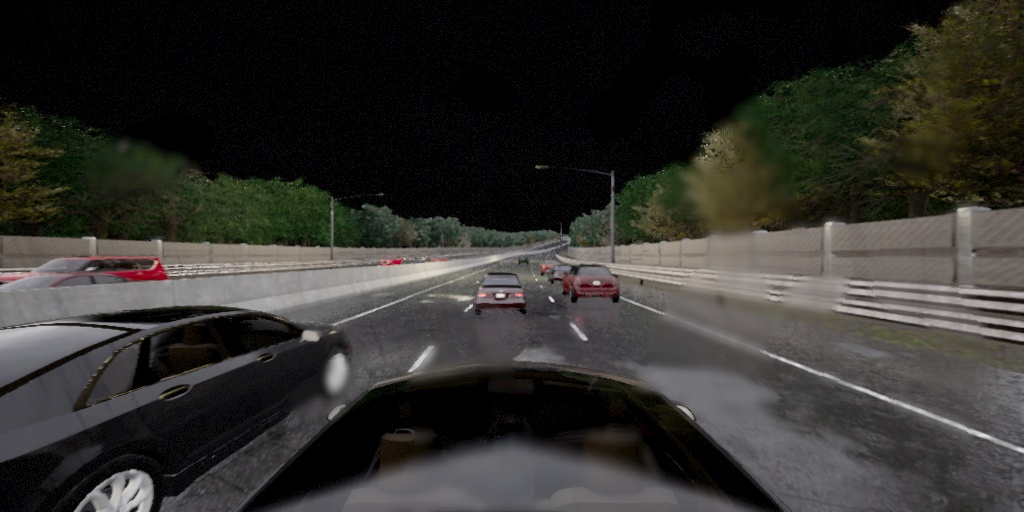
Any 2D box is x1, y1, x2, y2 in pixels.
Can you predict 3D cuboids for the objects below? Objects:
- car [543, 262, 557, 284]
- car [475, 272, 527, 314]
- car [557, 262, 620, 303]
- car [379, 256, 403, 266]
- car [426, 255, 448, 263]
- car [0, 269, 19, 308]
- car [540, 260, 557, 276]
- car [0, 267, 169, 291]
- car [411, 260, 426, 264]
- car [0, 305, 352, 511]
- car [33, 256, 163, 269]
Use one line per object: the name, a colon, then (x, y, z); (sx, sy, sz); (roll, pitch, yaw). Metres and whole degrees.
car: (3.828, 1.394, 28.262); (2.033, 1.411, 5.357); (0, 0, 1)
car: (-0.419, 1.341, 14.098); (2.033, 1.411, 5.357); (0, 0, -1)
car: (3.620, 1.161, 17.341); (2.097, 1.767, 4.553); (0, 0, 1)
car: (-19.614, 0.945, 58.473); (2.150, 2.045, 5.566); (0, 0, 3)
car: (-12.444, 0.924, 61.406); (2.150, 2.045, 5.566); (0, 0, 3)
car: (-21.028, 1.281, 12.158); (1.837, 1.490, 4.892); (0, 0, 1)
car: (4.136, 1.206, 39.117); (2.097, 1.767, 4.553); (0, 0, 2)
car: (-14.039, 1.254, 11.112); (1.882, 1.535, 5.008); (0, 0, 1)
car: (-15.909, 1.290, 62.118); (1.895, 1.301, 4.718); (0, 1, 3)
car: (-3.395, 1.261, 3.631); (1.837, 1.490, 4.892); (0, 0, 0)
car: (-17.502, 1.008, 14.812); (2.150, 2.045, 5.566); (0, 0, 1)
